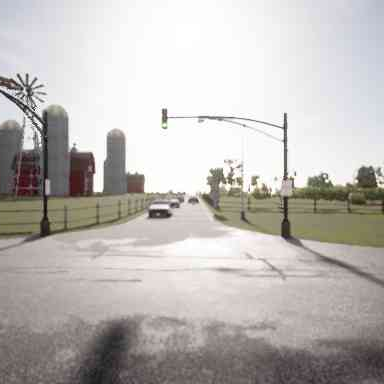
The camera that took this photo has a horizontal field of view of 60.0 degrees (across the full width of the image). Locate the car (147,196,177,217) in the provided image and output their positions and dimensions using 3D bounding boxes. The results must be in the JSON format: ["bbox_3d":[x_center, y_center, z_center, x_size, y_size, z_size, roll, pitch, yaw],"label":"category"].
[{"bbox_3d":[-2.739,1.396,29.671,2.033,1.411,5.357,0,0,0],"label":"car"}]

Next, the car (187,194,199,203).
[{"bbox_3d":[0.255,1.234,59.557,1.812,1.442,4.674,0,0,0],"label":"car"}]

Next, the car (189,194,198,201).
[{"bbox_3d":[0.305,1.049,69.564,1.994,1.385,4.181,0,0,0],"label":"car"}]

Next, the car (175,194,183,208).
[{"bbox_3d":[-2.656,1.343,43.749,1.994,1.385,4.181,0,1,1],"label":"car"}]

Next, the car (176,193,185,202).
[{"bbox_3d":[-2.474,1.048,63.772,2.097,1.767,4.553,0,0,0],"label":"car"}]
